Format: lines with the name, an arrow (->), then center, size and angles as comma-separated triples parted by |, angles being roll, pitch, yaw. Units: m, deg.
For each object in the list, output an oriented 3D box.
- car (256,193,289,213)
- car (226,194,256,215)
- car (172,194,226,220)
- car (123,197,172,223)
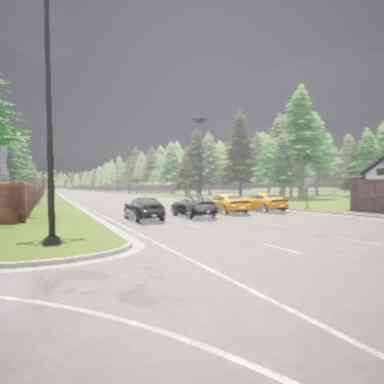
car -> 5.805, 0.830, 27.396 | 1.882, 1.535, 5.008 | -1, 1, -24
car -> 2.598, 0.907, 25.998 | 1.882, 1.535, 5.008 | -1, 1, -24
car -> 0.044, 1.018, 23.102 | 2.128, 1.511, 4.902 | -1, 1, -24
car -> -3.204, 1.108, 21.794 | 1.837, 1.490, 4.892 | -1, 1, -24
